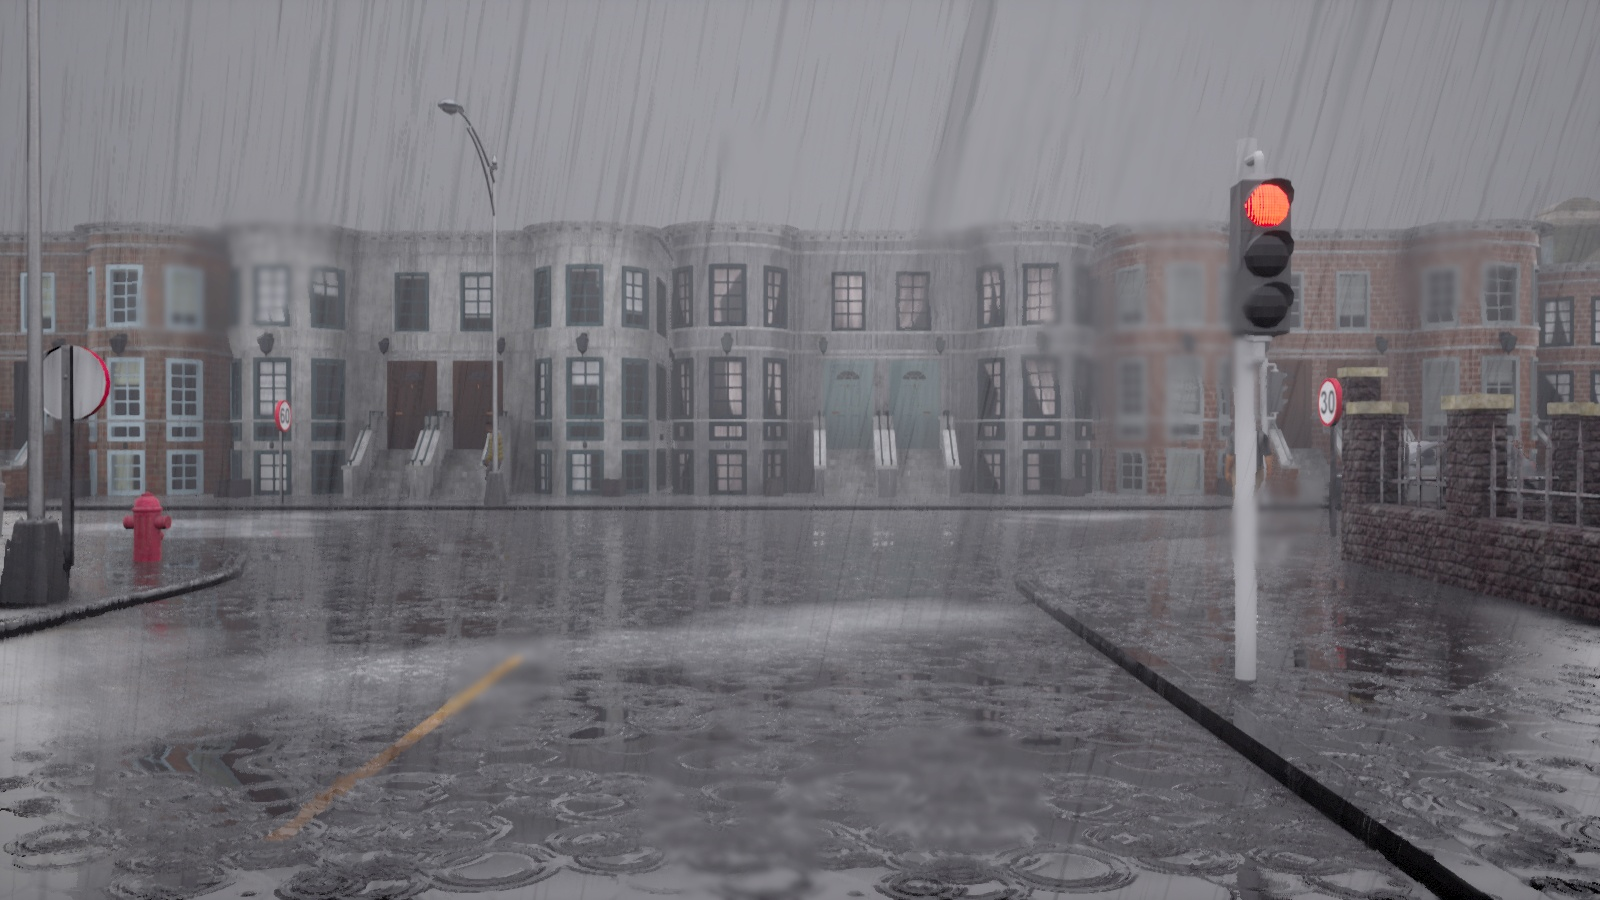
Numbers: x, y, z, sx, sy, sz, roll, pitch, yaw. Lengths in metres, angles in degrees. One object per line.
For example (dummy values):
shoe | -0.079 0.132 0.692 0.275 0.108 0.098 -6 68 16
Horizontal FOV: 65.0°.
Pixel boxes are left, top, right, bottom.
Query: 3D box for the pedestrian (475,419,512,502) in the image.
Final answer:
pedestrian | -6.854 0.226 28.074 0.709 1.840 0.431 0 0 4

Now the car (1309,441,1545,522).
car | 12.015 0.576 24.241 3.633 1.501 1.845 0 0 0

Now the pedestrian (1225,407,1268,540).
pedestrian | 6.399 0.324 17.979 0.540 1.848 0.694 0 0 23
